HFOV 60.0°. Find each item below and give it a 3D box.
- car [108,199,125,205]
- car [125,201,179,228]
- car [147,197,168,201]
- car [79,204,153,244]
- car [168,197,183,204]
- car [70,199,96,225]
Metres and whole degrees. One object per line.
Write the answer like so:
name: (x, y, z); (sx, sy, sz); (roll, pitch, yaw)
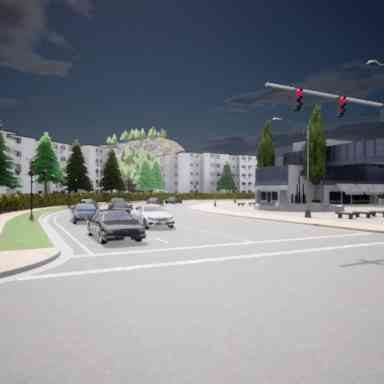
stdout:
car: (-6.315, 1.564, 29.611); (1.994, 1.385, 4.181); (0, 0, -22)
car: (-2.702, 1.526, 21.636); (1.812, 1.442, 4.674); (0, 0, -26)
car: (-5.797, 1.547, 52.525); (2.033, 1.411, 5.357); (0, 0, 8)
car: (-3.872, 1.547, 16.166); (2.033, 1.411, 5.357); (0, 0, -27)
car: (-3.385, 1.563, 62.682); (1.994, 1.385, 4.181); (0, 0, 25)
car: (-7.978, 1.526, 24.672); (1.812, 1.442, 4.674); (0, 0, -24)
